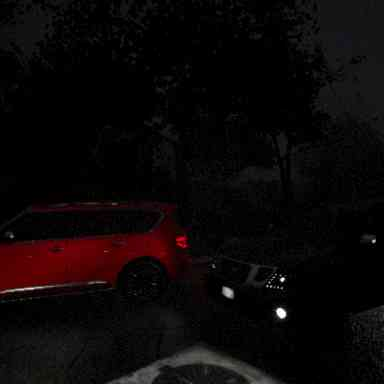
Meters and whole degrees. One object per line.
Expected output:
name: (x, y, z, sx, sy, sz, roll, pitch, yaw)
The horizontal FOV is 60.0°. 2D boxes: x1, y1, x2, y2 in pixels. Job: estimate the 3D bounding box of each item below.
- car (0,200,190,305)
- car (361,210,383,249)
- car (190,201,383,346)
car: (-2.769, 1.218, 7.019, 5.566, 2.045, 2.150, 0, 1, -21)
car: (9.779, 1.618, 15.038, 4.892, 1.490, 1.837, 2, -1, -37)
car: (2.966, 1.234, 6.650, 5.566, 2.045, 2.150, 0, 0, -30)
